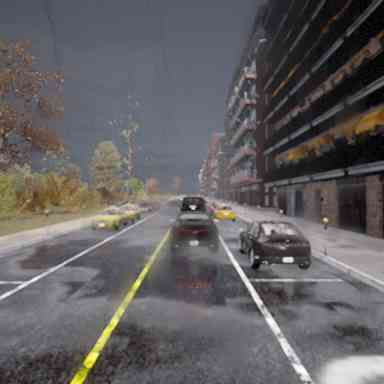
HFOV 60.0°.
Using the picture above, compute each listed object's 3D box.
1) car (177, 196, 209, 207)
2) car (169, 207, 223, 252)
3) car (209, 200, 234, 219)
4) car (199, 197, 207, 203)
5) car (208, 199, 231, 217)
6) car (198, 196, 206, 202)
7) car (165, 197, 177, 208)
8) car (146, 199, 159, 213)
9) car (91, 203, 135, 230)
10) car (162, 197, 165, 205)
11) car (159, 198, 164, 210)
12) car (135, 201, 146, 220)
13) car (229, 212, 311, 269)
[{"bbox_3d":[0.122,1.347,28.397,2.150,2.045,5.566,0,0,1],"label":"car"},{"bbox_3d":[0.094,1.565,14.031,1.837,1.490,4.892,0,-1,0],"label":"car"},{"bbox_3d":[2.633,1.646,27.941,1.752,1.417,4.829,1,0,0],"label":"car"},{"bbox_3d":[2.753,1.943,83.219,1.802,1.307,4.206,1,0,0],"label":"car"},{"bbox_3d":[2.645,1.585,33.316,1.967,1.590,4.097,1,0,0],"label":"car"},{"bbox_3d":[2.777,1.961,94.309,2.008,1.369,4.403,1,0,0],"label":"car"},{"bbox_3d":[-2.705,1.777,53.035,2.033,1.411,5.357,0,0,1],"label":"car"},{"bbox_3d":[-5.225,1.749,38.640,1.802,1.307,4.206,1,0,0],"label":"car"},{"bbox_3d":[-5.261,1.620,21.862,1.752,1.417,4.829,1,0,0],"label":"car"},{"bbox_3d":[-5.175,1.704,60.785,1.967,1.590,4.097,1,0,0],"label":"car"},{"bbox_3d":[-5.213,1.773,44.176,1.802,1.307,4.206,1,0,0],"label":"car"},{"bbox_3d":[-5.249,1.644,27.398,1.752,1.417,4.829,1,0,0],"label":"car"},{"bbox_3d":[2.595,1.599,11.136,2.008,1.369,4.403,1,0,0],"label":"car"}]
